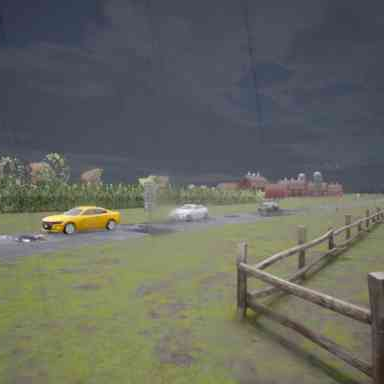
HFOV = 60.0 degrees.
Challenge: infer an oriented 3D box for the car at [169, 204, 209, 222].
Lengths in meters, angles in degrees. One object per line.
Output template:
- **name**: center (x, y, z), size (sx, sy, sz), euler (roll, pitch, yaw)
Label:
- **car**: center (-0.140, 1.843, 30.118), size (1.812, 1.442, 4.674), euler (0, -1, 34)

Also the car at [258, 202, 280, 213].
- **car**: center (10.748, 2.074, 46.219), size (1.812, 1.442, 4.674), euler (0, -1, 34)

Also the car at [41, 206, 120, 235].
- **car**: center (-6.664, 1.653, 20.411), size (1.882, 1.535, 5.008), euler (0, -1, 34)
